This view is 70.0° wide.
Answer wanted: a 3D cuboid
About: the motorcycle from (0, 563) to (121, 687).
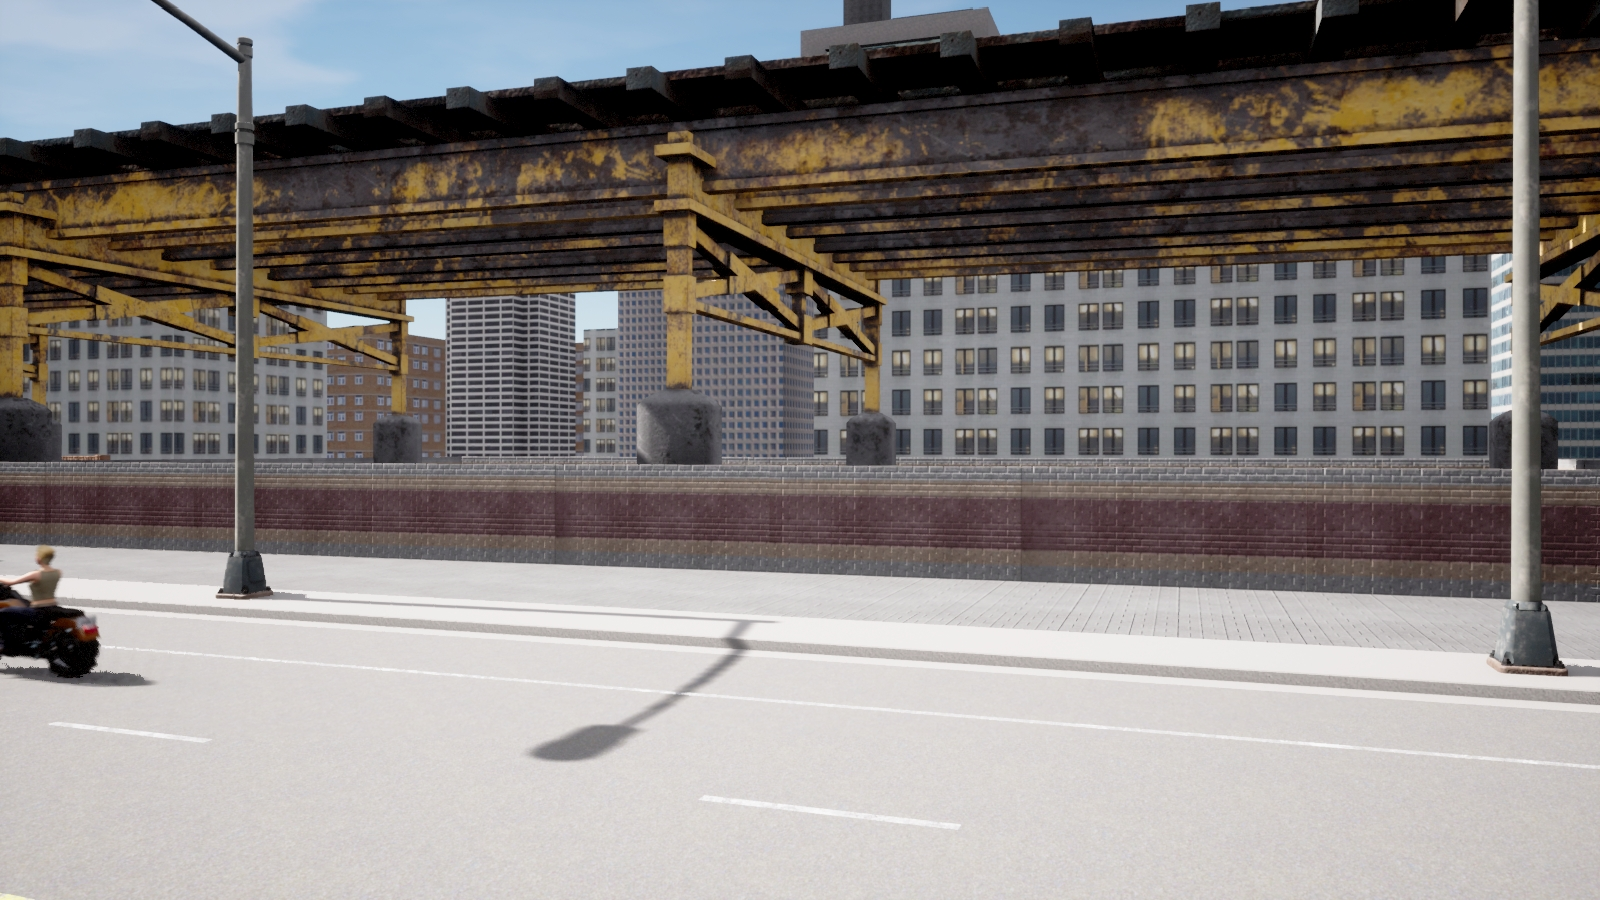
[{"bbox_3d":[-9.705,2.142,14.293,2.356,1.332,0.764,0,0,20],"label":"motorcycle"}]
